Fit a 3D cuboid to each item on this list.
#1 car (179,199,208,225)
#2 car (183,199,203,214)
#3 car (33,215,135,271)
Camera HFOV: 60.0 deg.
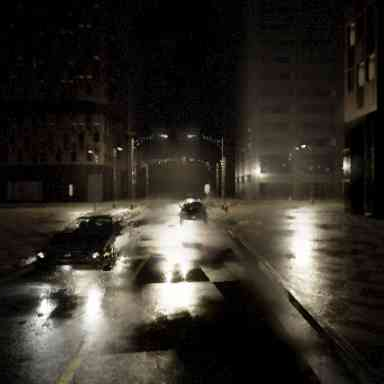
[{"bbox_3d":[0.103,1.363,22.556,1.812,1.442,4.674,0,0,0],"label":"car"},{"bbox_3d":[0.110,1.359,32.986,1.895,1.301,4.718,0,0,0],"label":"car"},{"bbox_3d":[-3.100,1.469,10.879,2.033,1.411,5.357,0,0,0],"label":"car"}]
